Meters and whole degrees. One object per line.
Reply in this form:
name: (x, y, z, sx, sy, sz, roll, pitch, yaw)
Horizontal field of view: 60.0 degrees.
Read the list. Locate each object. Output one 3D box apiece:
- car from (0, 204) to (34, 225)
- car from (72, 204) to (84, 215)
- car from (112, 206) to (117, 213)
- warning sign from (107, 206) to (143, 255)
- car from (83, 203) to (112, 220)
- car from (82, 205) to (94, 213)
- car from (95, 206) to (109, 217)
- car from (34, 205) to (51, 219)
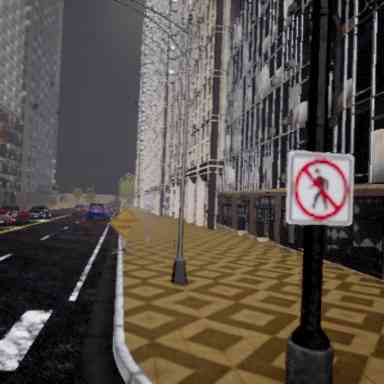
car: (-15.731, 1.883, 28.972, 2.097, 1.767, 4.553, 3, -2, -12)
car: (-17.082, 2.674, 51.306, 2.097, 1.767, 4.553, 3, -2, -10)
car: (-16.125, 3.486, 67.322, 1.812, 1.442, 4.674, 3, -2, -12)
warning sign: (-2.804, 1.585, 13.936, 1.300, 1.860, 1.060, 4, -1, -12)
car: (-11.581, 2.376, 41.130, 2.150, 2.045, 5.566, 3, -2, -10)
car: (-19.418, 3.167, 62.281, 1.812, 1.442, 4.674, 3, -2, -12)
car: (-13.876, 2.983, 51.531, 1.812, 1.442, 4.674, 3, -2, -12)
car: (-17.839, 2.327, 38.843, 1.837, 1.490, 4.892, 3, -2, -12)
